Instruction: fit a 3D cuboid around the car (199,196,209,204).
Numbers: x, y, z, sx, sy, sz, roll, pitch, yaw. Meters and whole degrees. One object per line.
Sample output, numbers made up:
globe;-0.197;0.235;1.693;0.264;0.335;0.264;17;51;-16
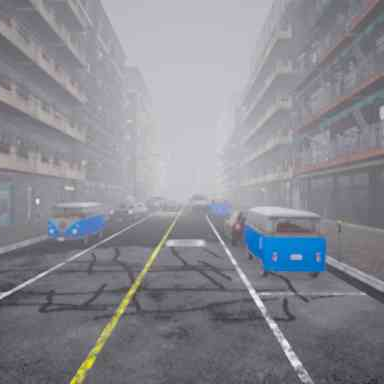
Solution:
car;2.586;1.667;71.079;1.967;1.590;4.097;1;0;0

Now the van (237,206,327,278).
van;2.578;1.375;10.040;1.690;1.788;3.998;1;0;0

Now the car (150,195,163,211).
car;-5.299;1.581;43.315;1.967;1.590;4.097;1;0;0

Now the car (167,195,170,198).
car;-5.296;1.490;54.413;2.192;1.841;5.009;1;0;0

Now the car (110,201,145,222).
car;-5.301;1.528;26.668;1.967;1.590;4.097;1;0;0

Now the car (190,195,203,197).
car;0.831;1.596;43.227;1.801;1.575;5.366;0;0;0

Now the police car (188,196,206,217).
police car;0.830;1.534;33.146;1.930;1.638;5.238;0;0;0

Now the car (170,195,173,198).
car;-5.297;1.791;65.510;1.802;1.307;4.206;1;0;0

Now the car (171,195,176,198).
car;-5.295;1.768;76.439;1.752;1.417;4.829;1;0;0

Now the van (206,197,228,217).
van;2.581;1.447;32.235;1.690;1.788;3.998;1;0;0

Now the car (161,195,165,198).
car;-5.296;1.473;48.864;2.192;1.841;5.009;1;0;0

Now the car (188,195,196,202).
car;0.012;1.613;83.144;1.882;1.535;5.008;0;0;0

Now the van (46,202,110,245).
van;-5.301;1.393;15.570;1.690;1.788;3.998;1;0;0

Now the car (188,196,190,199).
car;0.832;1.384;49.069;2.150;2.045;5.566;0;0;0

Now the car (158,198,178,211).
car;-2.836;1.739;42.604;1.895;1.301;4.718;0;0;0

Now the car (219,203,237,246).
car;2.578;1.493;15.588;1.967;1.590;4.097;1;0;0

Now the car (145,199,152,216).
car;-5.301;1.631;32.047;1.752;1.417;4.829;1;0;0
